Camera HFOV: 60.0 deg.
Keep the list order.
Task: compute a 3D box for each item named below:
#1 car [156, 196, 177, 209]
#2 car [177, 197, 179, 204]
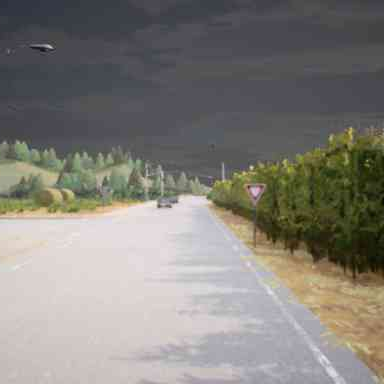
[{"bbox_3d":[-3.585,1.458,44.064,2.128,1.511,4.902,0,0,0],"label":"car"},{"bbox_3d":[-3.474,1.458,62.789,1.837,1.490,4.892,0,0,1],"label":"car"}]
